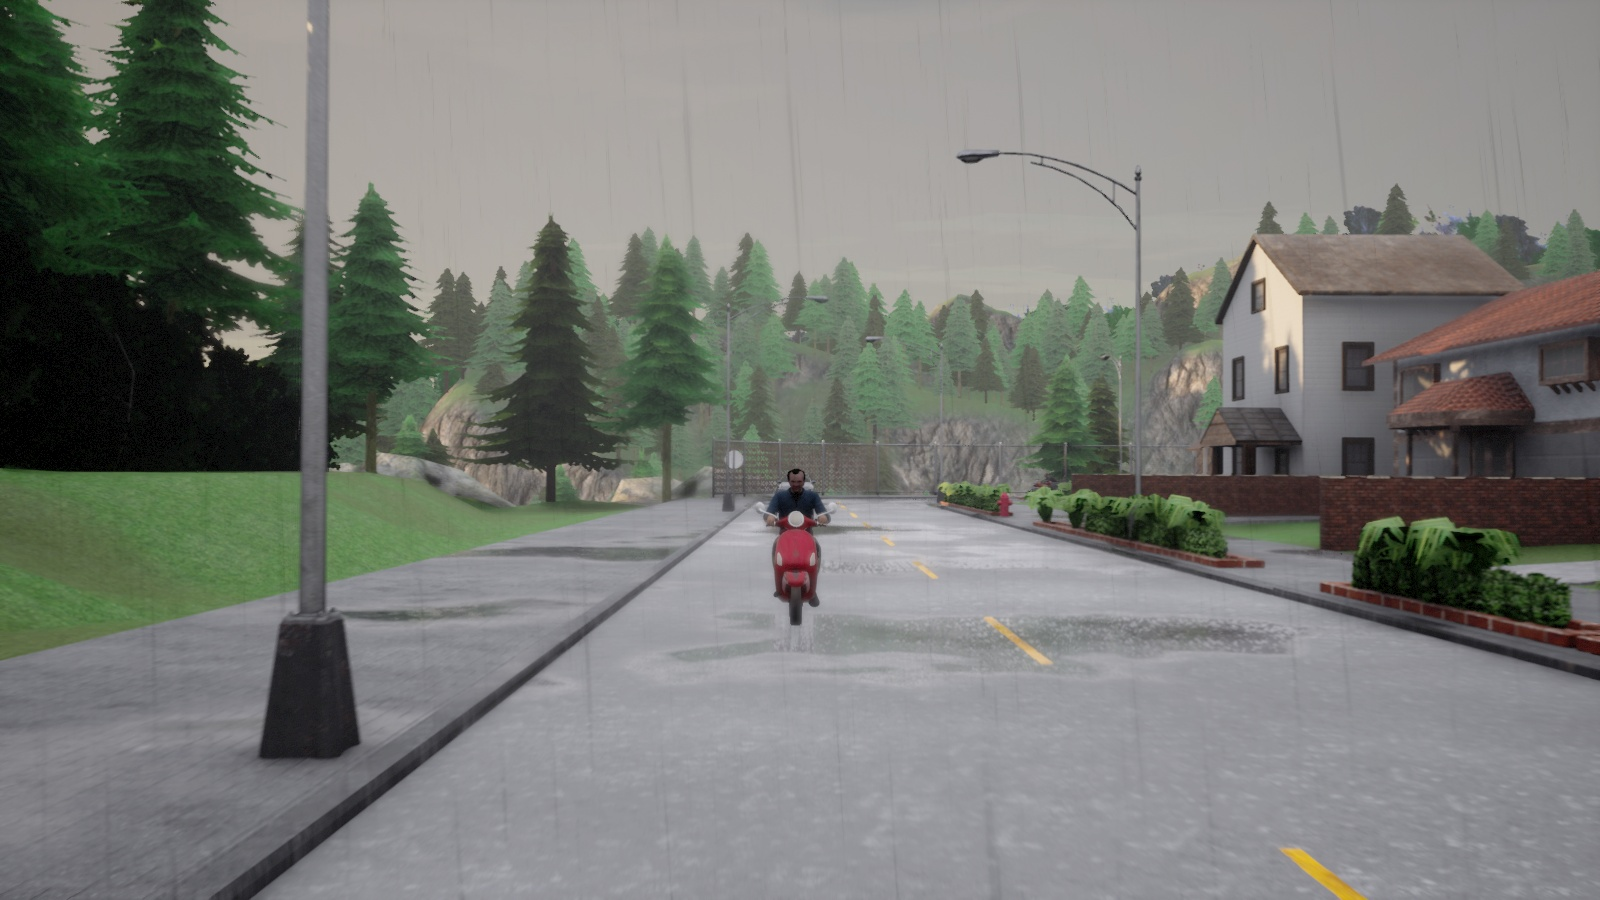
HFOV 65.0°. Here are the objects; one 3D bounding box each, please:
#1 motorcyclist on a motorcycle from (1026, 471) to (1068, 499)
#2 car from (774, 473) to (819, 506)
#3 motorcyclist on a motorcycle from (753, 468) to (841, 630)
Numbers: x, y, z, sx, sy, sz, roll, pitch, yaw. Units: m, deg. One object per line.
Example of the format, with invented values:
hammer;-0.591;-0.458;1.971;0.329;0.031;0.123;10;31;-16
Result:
motorcyclist on a motorcycle;14.053;1.990;71.501;2.191;1.530;0.866;0;-1;0
car;-0.119;1.806;58.382;1.816;1.474;4.193;0;-1;3
motorcyclist on a motorcycle;-0.033;0.992;13.354;0.866;1.590;1.817;0;-1;0
